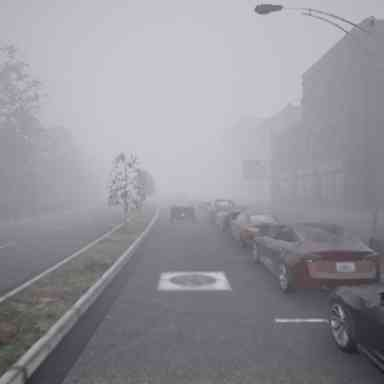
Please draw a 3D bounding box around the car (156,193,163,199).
[{"bbox_3d":[-7.902,1.140,91.430,1.946,1.575,5.366,0,0,-14],"label":"car"}]

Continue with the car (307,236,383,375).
[{"bbox_3d":[3.042,1.510,3.125,2.163,1.488,4.792,0,0,0],"label":"car"}]

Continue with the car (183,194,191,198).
[{"bbox_3d":[0.320,1.415,47.617,2.097,1.535,5.008,0,0,-6],"label":"car"}]

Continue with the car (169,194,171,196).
[{"bbox_3d":[-2.942,1.315,69.649,2.231,1.521,4.892,0,0,-10],"label":"car"}]

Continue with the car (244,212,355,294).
[{"bbox_3d":[2.947,1.507,8.809,2.163,1.488,4.792,0,0,-1],"label":"car"}]

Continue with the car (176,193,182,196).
[{"bbox_3d":[-1.143,1.371,58.840,1.946,1.575,5.366,0,0,-8],"label":"car"}]

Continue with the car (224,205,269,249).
[{"bbox_3d":[2.783,1.513,14.335,2.002,1.452,4.674,0,0,-2],"label":"car"}]

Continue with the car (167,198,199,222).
[{"bbox_3d":[-0.790,1.452,25.996,1.882,1.535,5.008,0,0,-4],"label":"car"}]

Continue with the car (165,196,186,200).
[{"bbox_3d":[-2.188,1.540,42.867,1.895,1.301,4.718,0,0,-6],"label":"car"}]

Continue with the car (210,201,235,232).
[{"bbox_3d":[2.564,1.497,19.935,2.163,1.488,4.792,0,0,-2],"label":"car"}]

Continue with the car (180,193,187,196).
[{"bbox_3d":[-0.373,1.394,53.329,1.946,1.575,5.366,0,0,-7],"label":"car"}]

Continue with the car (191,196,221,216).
[{"bbox_3d":[1.422,1.442,36.541,2.231,1.521,4.892,0,0,-5],"label":"car"}]

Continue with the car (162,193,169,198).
[{"bbox_3d":[-5.250,1.227,80.736,1.946,1.575,5.366,0,0,-12],"label":"car"}]

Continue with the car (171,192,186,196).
[{"bbox_3d":[-1.993,1.096,64.181,2.435,2.045,5.566,0,0,-9],"label":"car"}]
